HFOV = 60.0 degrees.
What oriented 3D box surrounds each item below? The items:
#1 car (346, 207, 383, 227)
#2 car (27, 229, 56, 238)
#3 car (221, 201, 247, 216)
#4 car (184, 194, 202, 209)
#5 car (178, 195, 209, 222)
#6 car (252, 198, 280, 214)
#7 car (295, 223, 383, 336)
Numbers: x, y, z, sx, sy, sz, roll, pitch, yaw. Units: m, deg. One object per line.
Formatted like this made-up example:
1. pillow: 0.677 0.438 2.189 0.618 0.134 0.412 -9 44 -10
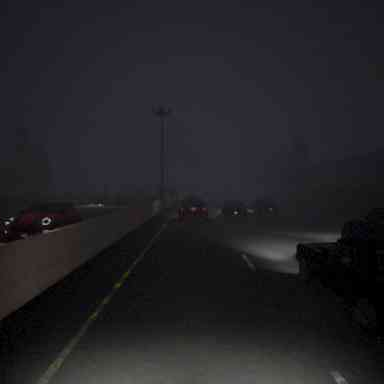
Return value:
1. car: 7.109 1.283 11.611 2.097 1.767 4.553 0 0 0
2. car: -7.090 1.255 16.249 2.097 1.767 4.553 0 0 0
3. car: 3.618 1.425 29.739 1.895 1.301 4.718 0 0 0
4. car: 0.125 1.105 41.640 2.097 1.767 4.553 0 0 0
5. car: 0.113 1.207 24.677 2.097 1.767 4.553 0 0 1
6. car: 7.119 1.335 32.335 1.812 1.442 4.674 0 0 0
7. car: 3.604 1.562 6.560 1.895 1.301 4.718 0 0 0
